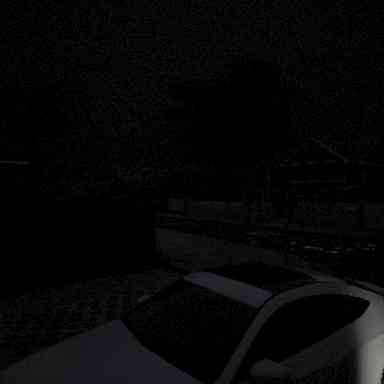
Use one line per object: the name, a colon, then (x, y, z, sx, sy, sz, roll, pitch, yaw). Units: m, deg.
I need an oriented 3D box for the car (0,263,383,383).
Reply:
car: (0.445, 1.536, 3.261, 4.674, 1.442, 1.812, 0, 0, -35)

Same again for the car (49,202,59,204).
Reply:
car: (-19.402, 2.152, 46.968, 2.033, 1.411, 5.357, 1, -2, -42)
